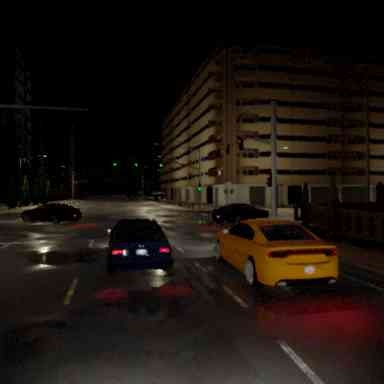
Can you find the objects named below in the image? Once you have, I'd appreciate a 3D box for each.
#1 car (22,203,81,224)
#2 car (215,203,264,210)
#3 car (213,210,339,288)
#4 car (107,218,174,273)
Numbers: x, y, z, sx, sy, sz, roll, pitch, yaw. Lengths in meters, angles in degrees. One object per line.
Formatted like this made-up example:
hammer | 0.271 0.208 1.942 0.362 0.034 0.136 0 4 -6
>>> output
car | -10.840 1.588 25.571 5.008 1.535 1.882 0 -1 27
car | 3.739 1.571 24.840 5.008 1.535 1.882 0 -2 -41
car | 2.036 1.490 9.399 1.882 1.535 5.008 0 0 -10
car | -1.787 1.576 10.904 2.033 1.411 5.357 0 0 -12
